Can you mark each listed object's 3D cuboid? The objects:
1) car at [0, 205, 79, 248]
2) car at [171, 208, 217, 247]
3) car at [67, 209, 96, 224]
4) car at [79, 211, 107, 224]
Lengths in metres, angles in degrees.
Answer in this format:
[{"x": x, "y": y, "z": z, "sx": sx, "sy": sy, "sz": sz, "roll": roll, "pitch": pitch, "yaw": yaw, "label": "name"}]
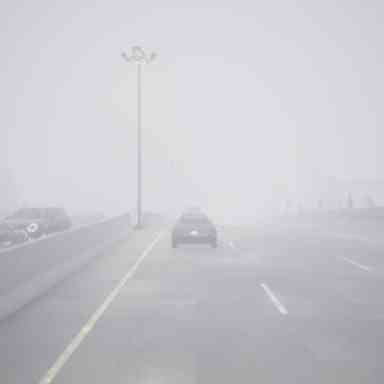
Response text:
[{"x": -7.099, "y": 1.433, "z": 15.075, "sx": 2.097, "sy": 1.767, "sz": 4.553, "roll": 0, "pitch": -1, "yaw": 0, "label": "car"}, {"x": 0.099, "y": 1.650, "z": 15.463, "sx": 1.994, "sy": 1.385, "sz": 4.181, "roll": 0, "pitch": -1, "yaw": 0, "label": "car"}, {"x": -14.080, "y": 3.228, "z": 42.640, "sx": 2.097, "sy": 1.767, "sz": 4.553, "roll": 0, "pitch": -6, "yaw": 0, "label": "car"}, {"x": -10.587, "y": 2.746, "z": 36.320, "sx": 1.812, "sy": 1.442, "sz": 4.674, "roll": 0, "pitch": -5, "yaw": 0, "label": "car"}]
